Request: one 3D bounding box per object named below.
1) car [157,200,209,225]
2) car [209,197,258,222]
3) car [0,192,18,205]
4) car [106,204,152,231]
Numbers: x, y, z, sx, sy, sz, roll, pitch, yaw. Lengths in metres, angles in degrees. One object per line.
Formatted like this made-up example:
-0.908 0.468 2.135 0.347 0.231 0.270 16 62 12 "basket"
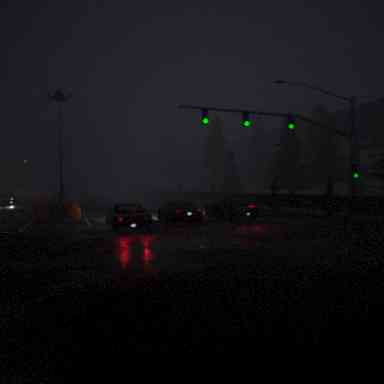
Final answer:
-0.853 1.194 20.914 1.994 1.385 4.181 -1 1 -20 "car"
2.487 1.061 21.963 2.128 1.511 4.902 -1 1 -20 "car"
-24.565 0.860 44.225 2.097 1.767 4.553 -1 1 -20 "car"
-3.650 1.310 18.386 1.895 1.301 4.718 -1 1 -20 "car"
